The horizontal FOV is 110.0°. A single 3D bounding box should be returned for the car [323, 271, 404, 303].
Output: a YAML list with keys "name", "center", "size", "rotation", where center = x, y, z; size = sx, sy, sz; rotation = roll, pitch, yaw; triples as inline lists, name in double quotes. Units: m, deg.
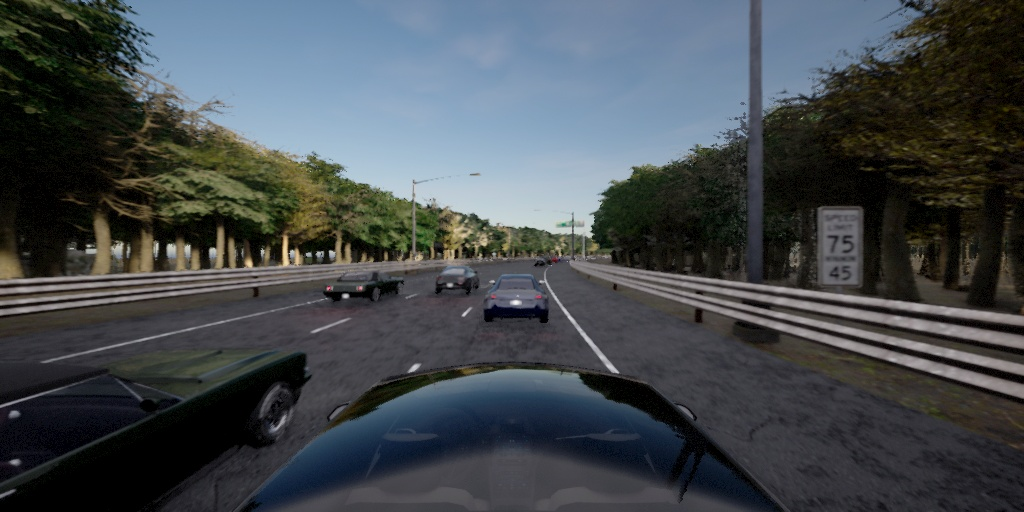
- name: "car"
  center: [-6.584, 1.323, 16.585]
  size: [1.895, 1.301, 4.718]
  rotation: [0, 0, 2]

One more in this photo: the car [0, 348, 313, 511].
- name: "car"
  center: [-3.379, 1.344, 2.267]
  size: [1.895, 1.301, 4.718]
  rotation: [0, 0, 0]

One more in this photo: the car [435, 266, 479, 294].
- name: "car"
  center: [-2.944, 1.251, 19.892]
  size: [1.812, 1.442, 4.674]
  rotation: [0, 0, 2]

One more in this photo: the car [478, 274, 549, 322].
- name: "car"
  center: [0.169, 1.303, 12.267]
  size: [1.994, 1.385, 4.181]
  rotation: [0, 0, 2]
